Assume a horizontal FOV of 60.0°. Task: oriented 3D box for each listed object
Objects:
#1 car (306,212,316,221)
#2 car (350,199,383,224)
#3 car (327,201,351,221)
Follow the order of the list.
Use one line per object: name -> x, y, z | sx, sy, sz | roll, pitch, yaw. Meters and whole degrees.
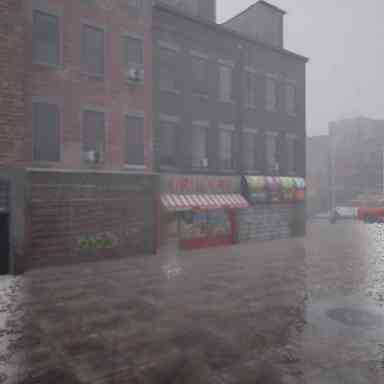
car -> 10.418, 2.322, 34.535 | 1.895, 1.301, 4.718 | 0, -2, -36
car -> 16.148, 1.598, 26.541 | 2.150, 2.045, 5.566 | 0, -2, -35
car -> 15.965, 1.739, 32.078 | 2.150, 2.045, 5.566 | 0, -2, -38
